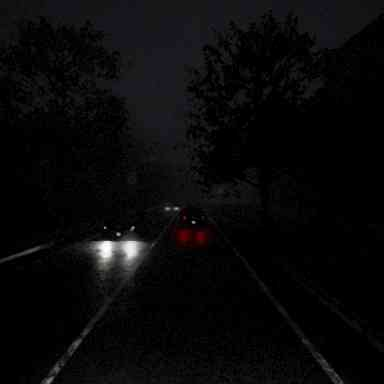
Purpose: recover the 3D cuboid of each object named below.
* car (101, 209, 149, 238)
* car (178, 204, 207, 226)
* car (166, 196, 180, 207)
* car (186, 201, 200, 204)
[{"bbox_3d":[-3.590,1.701,18.926,2.033,1.411,5.357,0,0,0],"label":"car"},{"bbox_3d":[0.113,1.803,24.997,1.895,1.301,4.718,0,0,0],"label":"car"},{"bbox_3d":[-3.458,1.708,60.352,2.150,2.045,5.566,0,0,1],"label":"car"},{"bbox_3d":[0.120,1.869,42.541,1.812,1.442,4.674,0,-1,0],"label":"car"}]
